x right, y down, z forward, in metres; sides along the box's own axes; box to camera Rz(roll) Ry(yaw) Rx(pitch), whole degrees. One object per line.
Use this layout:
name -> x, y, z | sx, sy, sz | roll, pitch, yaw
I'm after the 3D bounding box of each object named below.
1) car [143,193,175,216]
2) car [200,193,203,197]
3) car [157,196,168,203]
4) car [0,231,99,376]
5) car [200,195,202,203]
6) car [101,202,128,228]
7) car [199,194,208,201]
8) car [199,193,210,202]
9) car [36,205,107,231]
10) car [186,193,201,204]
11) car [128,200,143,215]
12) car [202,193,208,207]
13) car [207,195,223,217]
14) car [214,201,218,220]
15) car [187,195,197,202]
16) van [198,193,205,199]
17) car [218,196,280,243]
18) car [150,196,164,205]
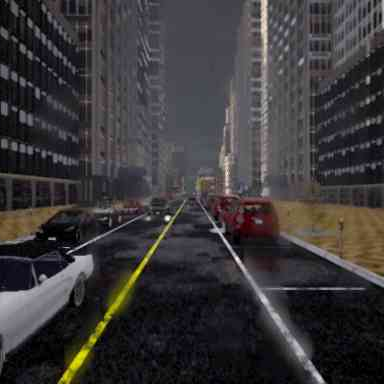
car -> -3.021, 1.256, 31.697 | 2.097, 1.767, 4.553 | 0, 0, 0
car -> 2.671, 1.363, 54.664 | 1.752, 1.417, 4.829 | 0, 0, 0
car -> -5.715, 1.386, 65.569 | 1.802, 1.307, 4.206 | 0, 0, 0
car -> -3.092, 1.586, 5.131 | 1.895, 1.301, 4.718 | 0, 0, 0
car -> 2.673, 1.406, 48.955 | 2.008, 1.369, 4.403 | 0, 0, 0
car -> -5.696, 1.489, 21.254 | 2.008, 1.369, 4.403 | 0, 0, 0
car -> 2.661, 1.210, 76.651 | 1.967, 1.590, 4.097 | 0, 0, 0
car -> 2.664, 1.102, 71.111 | 2.192, 1.841, 5.009 | 0, 0, 0
car -> -5.694, 1.520, 15.715 | 1.947, 1.339, 4.313 | 0, 0, 0
car -> -0.024, 1.321, 57.258 | 2.128, 1.511, 4.902 | 0, 0, 0
car -> -5.700, 1.487, 32.333 | 1.802, 1.307, 4.206 | 0, 0, 0
car -> 2.679, 1.203, 37.876 | 2.192, 1.841, 5.009 | 0, 0, 0
car -> 2.683, 1.237, 26.798 | 2.192, 1.841, 5.009 | 0, 0, 0
car -> 2.684, 1.483, 21.258 | 1.887, 1.381, 4.507 | 0, 0, 0
car -> -0.028, 1.344, 67.683 | 1.994, 1.385, 4.181 | 0, 0, 0
van -> 2.654, 1.059, 93.268 | 1.690, 1.788, 3.998 | 0, 0, 0
car -> 2.688, 1.269, 15.718 | 2.192, 1.841, 5.009 | 0, 0, 0
car -> -5.710, 1.420, 54.491 | 1.802, 1.307, 4.206 | 0, 0, 0
